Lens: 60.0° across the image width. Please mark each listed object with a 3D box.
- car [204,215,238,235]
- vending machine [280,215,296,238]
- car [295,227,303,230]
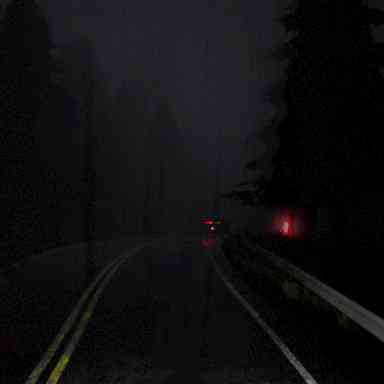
[{"bbox_3d":[2.387,2.642,26.167,1.837,1.490,4.892,-3,-8,22],"label":"car"},{"bbox_3d":[9.059,3.241,31.459,1.100,2.100,0.880,2,-2,37],"label":"vending machine"},{"bbox_3d":[12.191,4.885,39.549,1.837,1.490,4.892,-5,-11,43],"label":"car"}]
